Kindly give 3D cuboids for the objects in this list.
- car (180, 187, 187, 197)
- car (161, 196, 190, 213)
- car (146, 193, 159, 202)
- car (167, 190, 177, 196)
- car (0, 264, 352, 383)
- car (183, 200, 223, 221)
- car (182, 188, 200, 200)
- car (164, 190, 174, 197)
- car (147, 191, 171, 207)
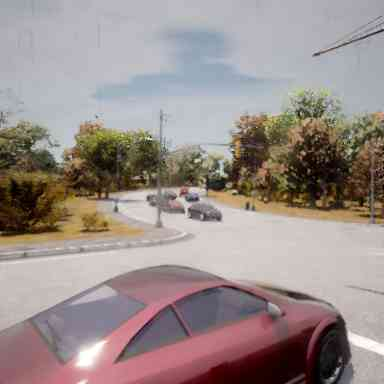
[{"bbox_3d":[-1.552,-0.039,74.303,2.150,2.045,5.566,1,3,-1],"label":"car"},{"bbox_3d":[-2.180,1.670,39.445,1.812,1.442,4.674,2,1,-19],"label":"car"},{"bbox_3d":[-7.032,0.914,58.854,1.895,1.301,4.718,1,3,-9],"label":"car"},{"bbox_3d":[-3.817,0.730,62.329,1.882,1.535,5.008,1,3,-8],"label":"car"},{"bbox_3d":[0.014,1.575,3.822,4.181,1.385,1.994,0,0,-38],"label":"car"},{"bbox_3d":[1.146,1.808,30.780,1.837,1.490,4.892,2,0,-23],"label":"car"},{"bbox_3d":[0.049,0.831,60.152,2.097,1.767,4.553,1,3,-10],"label":"car"},{"bbox_3d":[-4.984,0.302,72.313,1.994,1.385,4.181,1,3,-1],"label":"car"},{"bbox_3d":[-4.984,1.153,49.010,2.097,1.767,4.553,1,2,-14],"label":"car"}]
